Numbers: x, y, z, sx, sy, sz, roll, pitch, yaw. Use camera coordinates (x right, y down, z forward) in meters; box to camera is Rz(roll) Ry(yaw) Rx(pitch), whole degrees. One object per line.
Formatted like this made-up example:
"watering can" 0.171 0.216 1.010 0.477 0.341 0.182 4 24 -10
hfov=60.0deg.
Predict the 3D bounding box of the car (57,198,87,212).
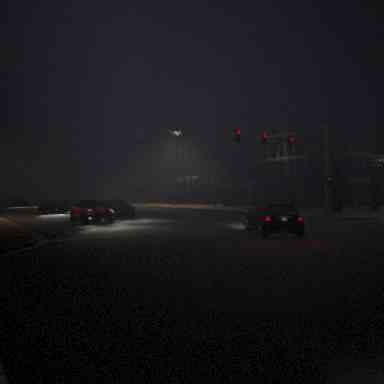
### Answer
"car" -14.757 1.530 40.620 2.033 1.411 5.357 0 0 -36

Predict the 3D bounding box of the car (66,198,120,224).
"car" -7.401 1.340 24.581 2.097 1.767 4.553 0 0 -36

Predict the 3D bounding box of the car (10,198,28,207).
"car" -26.594 1.553 51.068 1.994 1.385 4.181 0 0 -36

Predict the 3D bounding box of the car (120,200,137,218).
"car" -6.652 1.460 29.497 1.882 1.535 5.008 0 0 -36

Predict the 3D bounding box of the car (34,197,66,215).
"car" -14.515 1.552 34.349 1.994 1.385 4.181 0 0 -36

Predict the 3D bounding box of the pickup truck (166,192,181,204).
"pickup truck" -3.307 1.010 59.244 2.390 2.098 6.274 0 0 -6

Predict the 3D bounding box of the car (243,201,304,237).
"car" 4.246 1.331 17.898 2.097 1.767 4.553 0 0 -4

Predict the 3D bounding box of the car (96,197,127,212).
"car" -9.753 1.454 40.038 1.882 1.535 5.008 0 0 -36
